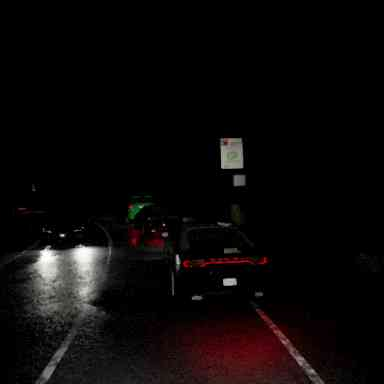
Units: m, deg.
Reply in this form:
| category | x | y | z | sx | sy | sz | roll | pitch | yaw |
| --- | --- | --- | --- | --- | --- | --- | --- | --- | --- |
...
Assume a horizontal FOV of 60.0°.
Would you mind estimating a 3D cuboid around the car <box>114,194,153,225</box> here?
| category | x | y | z | sx | sy | sz | roll | pitch | yaw |
| --- | --- | --- | --- | --- | --- | --- | --- | --- | --- |
| car | -4.253 | 1.213 | 24.479 | 2.150 | 2.045 | 5.566 | -2 | 0 | -23 |

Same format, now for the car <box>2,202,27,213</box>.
| category | x | y | z | sx | sy | sz | roll | pitch | yaw |
| --- | --- | --- | --- | --- | --- | --- | --- | --- | --- |
| car | -27.540 | 2.351 | 51.561 | 4.892 | 1.490 | 1.837 | -3 | 2 | 34 |

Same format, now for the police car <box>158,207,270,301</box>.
| category | x | y | z | sx | sy | sz | roll | pitch | yaw |
| --- | --- | --- | --- | --- | --- | --- | --- | --- | --- |
| police car | 0.299 | 1.403 | 8.513 | 1.930 | 1.638 | 5.238 | -1 | 0 | -8 |

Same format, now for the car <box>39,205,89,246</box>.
| category | x | y | z | sx | sy | sz | roll | pitch | yaw |
| --- | --- | --- | --- | --- | --- | --- | --- | --- | --- |
| car | -6.088 | 1.582 | 16.112 | 1.837 | 1.490 | 4.892 | -1 | 0 | -17 |

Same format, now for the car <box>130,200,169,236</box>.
| category | x | y | z | sx | sy | sz | roll | pitch | yaw |
| --- | --- | --- | --- | --- | --- | --- | --- | --- | --- |
| car | -2.045 | 1.448 | 18.580 | 1.882 | 1.535 | 5.008 | -2 | 0 | -18 |

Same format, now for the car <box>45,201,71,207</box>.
| category | x | y | z | sx | sy | sz | roll | pitch | yaw |
| --- | --- | --- | --- | --- | --- | --- | --- | --- | --- |
| car | -17.034 | 1.862 | 42.276 | 4.902 | 1.511 | 2.128 | -2 | 2 | 45 |
